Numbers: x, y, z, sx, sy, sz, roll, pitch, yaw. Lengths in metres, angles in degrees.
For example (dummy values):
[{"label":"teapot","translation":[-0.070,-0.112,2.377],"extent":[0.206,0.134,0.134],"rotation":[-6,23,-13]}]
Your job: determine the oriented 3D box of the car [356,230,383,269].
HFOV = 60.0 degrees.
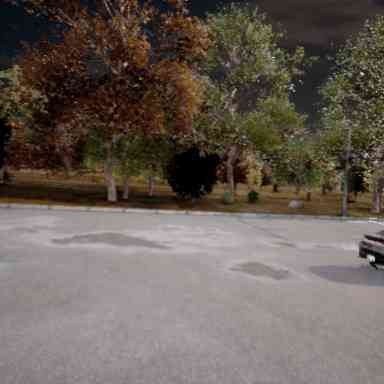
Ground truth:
[{"label":"car","translation":[7.407,1.799,9.868],"extent":[4.902,1.511,2.128],"rotation":[4,3,-12]}]
